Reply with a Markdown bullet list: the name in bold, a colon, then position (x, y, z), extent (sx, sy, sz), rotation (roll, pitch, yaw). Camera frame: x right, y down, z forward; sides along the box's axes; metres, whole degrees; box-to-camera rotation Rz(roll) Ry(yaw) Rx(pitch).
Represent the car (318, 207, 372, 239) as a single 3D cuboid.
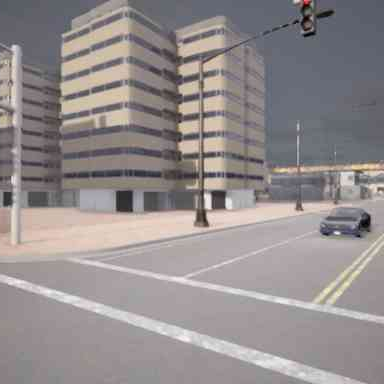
- **car**: position (8.384, 1.547, 17.876), extent (2.033, 1.411, 5.357), rotation (0, 0, 35)
